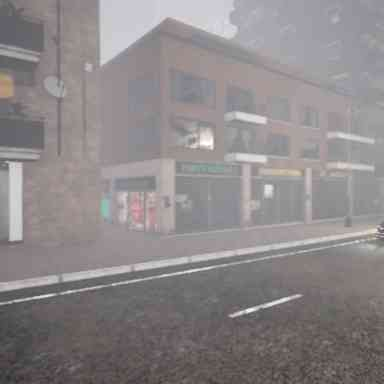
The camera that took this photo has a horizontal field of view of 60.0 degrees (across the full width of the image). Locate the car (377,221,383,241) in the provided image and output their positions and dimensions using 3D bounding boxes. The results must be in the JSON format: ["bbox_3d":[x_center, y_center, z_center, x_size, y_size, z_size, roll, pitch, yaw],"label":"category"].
[{"bbox_3d":[10.470,1.523,15.541,4.892,1.490,1.837,0,0,-37],"label":"car"}]
